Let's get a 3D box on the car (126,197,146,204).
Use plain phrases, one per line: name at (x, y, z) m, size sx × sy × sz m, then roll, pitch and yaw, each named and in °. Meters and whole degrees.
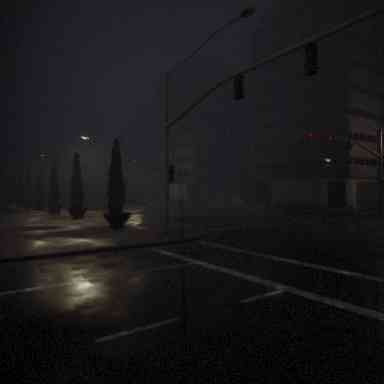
car at (-9.882, 1.472, 58.065) m, size 1.895 × 1.301 × 4.718 m, roll 0°, pitch 0°, yaw -35°
